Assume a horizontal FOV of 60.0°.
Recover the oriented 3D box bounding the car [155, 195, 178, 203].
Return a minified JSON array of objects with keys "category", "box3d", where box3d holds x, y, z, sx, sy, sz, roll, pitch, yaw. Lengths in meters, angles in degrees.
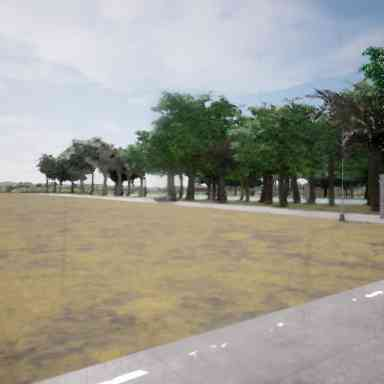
[{"category":"car","box3d":[-4.264,1.182,55.564,1.895,1.301,4.718,-1,1,-35]}]
